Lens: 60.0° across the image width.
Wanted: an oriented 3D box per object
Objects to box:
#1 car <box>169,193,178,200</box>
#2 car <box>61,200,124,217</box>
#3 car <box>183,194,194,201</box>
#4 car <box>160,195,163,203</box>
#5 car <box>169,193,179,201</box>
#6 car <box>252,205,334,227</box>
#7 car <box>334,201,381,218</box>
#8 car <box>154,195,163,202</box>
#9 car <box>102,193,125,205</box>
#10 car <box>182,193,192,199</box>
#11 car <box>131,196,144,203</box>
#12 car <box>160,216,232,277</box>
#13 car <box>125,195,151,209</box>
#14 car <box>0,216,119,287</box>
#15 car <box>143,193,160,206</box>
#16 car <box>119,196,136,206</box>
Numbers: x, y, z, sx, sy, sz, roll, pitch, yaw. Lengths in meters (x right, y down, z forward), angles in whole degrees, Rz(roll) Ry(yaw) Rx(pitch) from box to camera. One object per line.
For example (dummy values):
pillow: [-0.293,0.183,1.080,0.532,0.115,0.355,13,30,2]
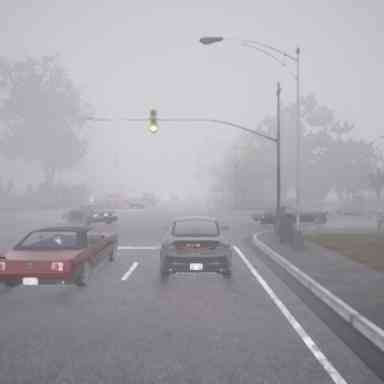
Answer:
car: [-4.736,1.090,85.778,2.097,1.767,4.553,0,0,-7]
car: [-7.245,1.522,23.227,2.033,1.411,5.357,0,0,-43]
car: [-0.513,1.355,76.253,1.994,1.385,4.181,0,0,-4]
car: [-7.100,1.365,64.673,1.882,1.535,5.008,0,0,-1]
car: [-3.986,1.170,75.707,2.097,1.767,4.553,0,0,-4]
car: [6.480,1.578,21.830,4.718,1.301,1.895,0,0,-15]
car: [13.733,1.517,29.321,5.357,1.411,2.033,0,0,0]
car: [-7.447,1.343,74.943,1.812,1.442,4.674,0,0,-3]
car: [-10.592,1.171,44.834,2.150,2.045,5.566,0,0,0]
car: [-1.247,1.106,86.134,2.033,1.411,5.357,0,0,-7]
car: [-10.605,1.487,64.805,1.895,1.301,4.718,0,0,-1]
car: [0.100,1.495,10.186,1.837,1.490,4.892,0,0,0]
car: [-7.094,1.498,44.306,2.033,1.411,5.357,0,0,0]
car: [-3.399,1.592,9.225,1.895,1.301,4.718,0,0,0]
car: [-7.049,1.151,54.483,2.150,2.045,5.566,0,0,-1]
car: [-10.558,1.407,54.719,1.882,1.535,5.008,0,0,1]
